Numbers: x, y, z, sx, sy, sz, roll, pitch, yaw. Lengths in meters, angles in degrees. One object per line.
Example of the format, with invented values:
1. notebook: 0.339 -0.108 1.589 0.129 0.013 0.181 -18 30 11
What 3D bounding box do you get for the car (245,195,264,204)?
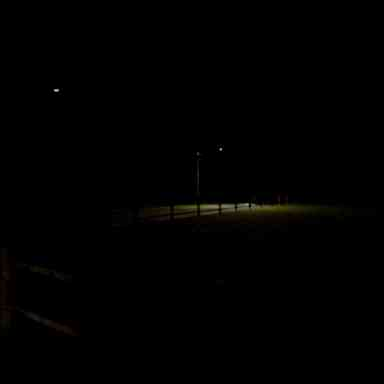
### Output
1. car: 10.037 1.176 53.398 1.994 1.385 4.181 0 0 31
